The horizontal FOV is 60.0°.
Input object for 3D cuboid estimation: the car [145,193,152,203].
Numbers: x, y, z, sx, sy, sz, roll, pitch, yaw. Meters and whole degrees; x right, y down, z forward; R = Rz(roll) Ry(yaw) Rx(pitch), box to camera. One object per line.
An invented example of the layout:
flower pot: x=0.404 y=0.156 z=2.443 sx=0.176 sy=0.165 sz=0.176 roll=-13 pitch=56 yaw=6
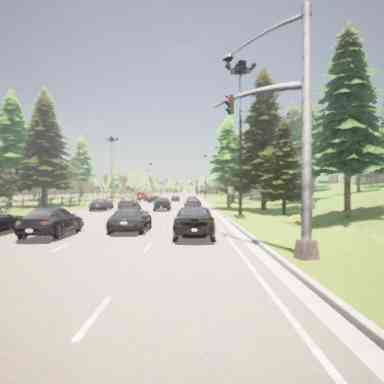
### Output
car: x=-6.994 y=1.328 z=62.008 sx=1.837 sy=1.490 sz=4.892 roll=0 pitch=1 yaw=0

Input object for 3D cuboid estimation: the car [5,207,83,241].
car: x=-6.903 y=1.478 z=16.408 sx=1.812 sy=1.442 sz=4.674 roll=0 pitch=0 yaw=0

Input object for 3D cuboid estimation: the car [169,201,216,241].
car: x=0.097 y=1.430 z=16.298 sx=1.882 sy=1.535 sz=5.008 roll=0 pitch=0 yaw=0

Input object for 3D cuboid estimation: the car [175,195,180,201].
car: x=-3.513 y=1.320 z=70.848 sx=2.128 sy=1.511 sz=4.902 roll=0 pitch=0 yaw=0

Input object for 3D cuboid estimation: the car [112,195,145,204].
car: x=-6.907 y=1.385 z=36.635 sx=2.128 sy=1.511 sz=4.902 roll=0 pitch=0 yaw=0

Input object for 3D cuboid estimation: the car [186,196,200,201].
car: x=0.093 y=1.387 z=36.174 sx=2.128 sy=1.511 sz=4.902 roll=0 pitch=0 yaw=0

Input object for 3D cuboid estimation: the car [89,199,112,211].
car: x=-10.407 y=1.452 z=38.495 sx=1.994 sy=1.385 sz=4.181 roll=0 pitch=0 yaw=0

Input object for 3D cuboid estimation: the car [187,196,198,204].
car: x=0.008 y=1.384 z=62.241 sx=1.994 sy=1.385 sz=4.181 roll=0 pitch=0 yaw=0

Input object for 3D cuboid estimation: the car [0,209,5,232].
car: x=-10.403 y=1.499 z=16.667 sx=2.033 sy=1.411 sz=5.357 roll=0 pitch=0 yaw=0

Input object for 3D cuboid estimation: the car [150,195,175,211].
car: x=-3.407 y=1.391 z=39.178 sx=1.837 sy=1.490 sz=4.892 roll=0 pitch=0 yaw=0

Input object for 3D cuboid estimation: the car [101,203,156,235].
car: x=-3.404 y=1.510 z=18.595 sx=1.994 sy=1.385 sz=4.181 roll=0 pitch=0 yaw=0

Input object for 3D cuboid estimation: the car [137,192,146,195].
car: x=-10.513 y=1.021 z=70.459 sx=2.150 sy=2.045 sz=5.566 roll=0 pitch=0 yaw=0
